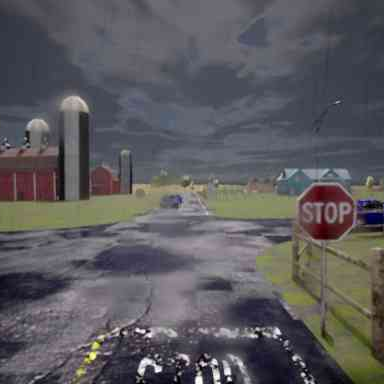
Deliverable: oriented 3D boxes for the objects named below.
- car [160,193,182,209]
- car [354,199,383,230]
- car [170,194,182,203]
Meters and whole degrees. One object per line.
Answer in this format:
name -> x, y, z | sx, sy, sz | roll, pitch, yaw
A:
car -> -2.735, 1.076, 40.713 | 2.097, 1.767, 4.553 | 0, 0, 0
car -> 9.885, 1.149, 18.425 | 5.008, 1.535, 1.882 | -1, 2, -12
car -> -2.671, 1.094, 56.690 | 1.882, 1.535, 5.008 | 0, 0, 1
